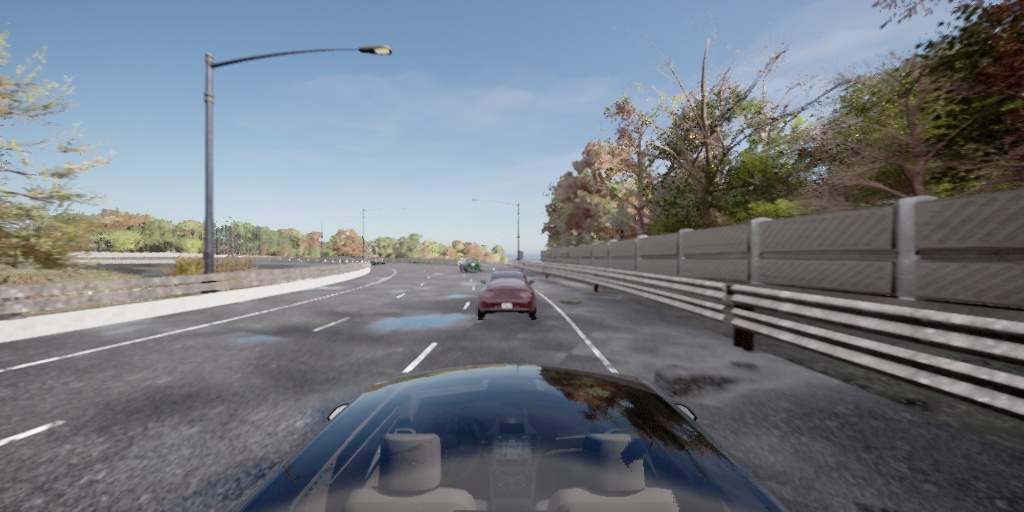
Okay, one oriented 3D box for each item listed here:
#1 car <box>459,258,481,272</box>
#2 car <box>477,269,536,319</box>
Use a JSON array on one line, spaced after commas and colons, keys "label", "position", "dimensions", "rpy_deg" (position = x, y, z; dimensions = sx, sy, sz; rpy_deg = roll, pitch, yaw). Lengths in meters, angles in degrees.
[{"label": "car", "position": [-5.188, 1.043, 44.003], "dimensions": [2.097, 1.767, 4.553], "rpy_deg": [0, 0, -17]}, {"label": "car", "position": [-0.169, 1.263, 12.572], "dimensions": [1.812, 1.442, 4.674], "rpy_deg": [0, 0, -1]}]
